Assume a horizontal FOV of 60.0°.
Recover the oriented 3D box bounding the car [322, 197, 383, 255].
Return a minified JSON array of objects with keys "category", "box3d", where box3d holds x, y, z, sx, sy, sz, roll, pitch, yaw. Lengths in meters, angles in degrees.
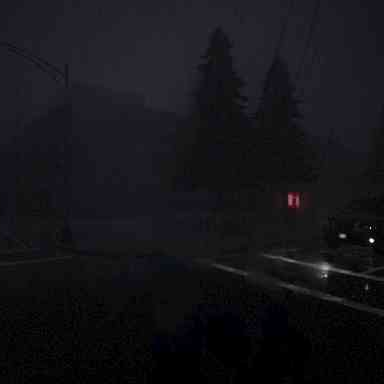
[{"category":"car","box3d":[7.698,1.248,13.745,5.566,2.045,2.150,0,0,-37]}]
